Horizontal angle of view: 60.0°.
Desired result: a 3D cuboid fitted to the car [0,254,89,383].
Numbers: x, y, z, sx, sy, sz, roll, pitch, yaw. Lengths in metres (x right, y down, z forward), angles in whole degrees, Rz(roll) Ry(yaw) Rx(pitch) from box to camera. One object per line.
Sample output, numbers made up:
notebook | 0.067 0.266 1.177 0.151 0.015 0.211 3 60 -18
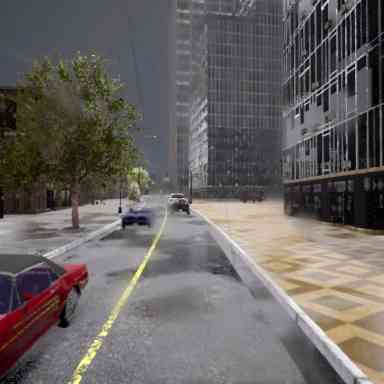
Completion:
car | -2.907 1.601 4.260 1.895 1.301 4.718 0 0 -1

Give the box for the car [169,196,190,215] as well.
car | -1.263 1.514 34.757 1.837 1.490 4.892 0 0 -4

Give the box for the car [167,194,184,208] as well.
car | -2.082 1.230 44.955 2.150 2.045 5.566 0 0 -6

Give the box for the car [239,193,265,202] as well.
car | 11.932 1.212 66.543 5.009 1.841 2.192 0 -1 13

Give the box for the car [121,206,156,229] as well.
car | -3.411 1.605 21.786 1.895 1.301 4.718 0 0 -3
